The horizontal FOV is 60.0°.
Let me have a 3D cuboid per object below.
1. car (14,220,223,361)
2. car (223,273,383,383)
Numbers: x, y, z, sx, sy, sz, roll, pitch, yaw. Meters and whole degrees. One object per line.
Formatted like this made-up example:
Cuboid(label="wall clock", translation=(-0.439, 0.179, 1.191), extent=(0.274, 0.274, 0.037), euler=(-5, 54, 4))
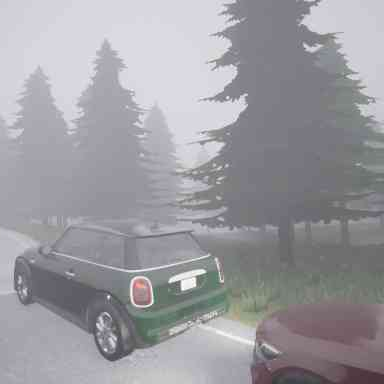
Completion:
Cuboid(label="car", translation=(-1.578, 1.308, 6.216), extent=(4.553, 1.767, 2.097), euler=(1, 1, 44))
Cuboid(label="car", translation=(2.750, 1.531, 2.595), extent=(4.674, 1.442, 1.812), euler=(1, 0, 36))
